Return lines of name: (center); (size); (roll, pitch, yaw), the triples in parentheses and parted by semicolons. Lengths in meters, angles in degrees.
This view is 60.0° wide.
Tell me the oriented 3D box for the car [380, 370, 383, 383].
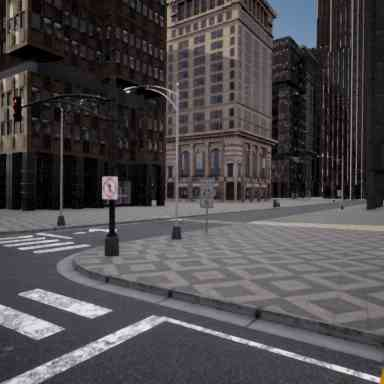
car: (3.507, 1.478, 1.192); (5.008, 1.535, 1.882); (0, 0, 35)
